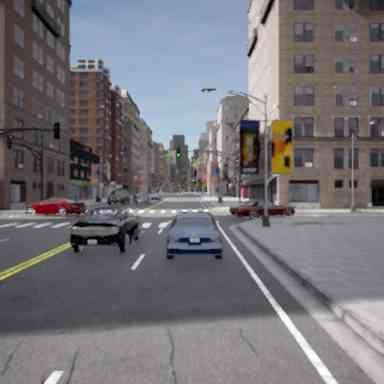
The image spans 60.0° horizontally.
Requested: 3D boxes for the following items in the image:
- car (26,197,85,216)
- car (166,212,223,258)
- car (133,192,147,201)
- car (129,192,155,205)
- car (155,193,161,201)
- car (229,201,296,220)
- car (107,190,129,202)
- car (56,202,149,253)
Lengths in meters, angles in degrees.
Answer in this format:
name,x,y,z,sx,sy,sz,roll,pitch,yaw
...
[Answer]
name,x,y,z,sx,sy,sz,roll,pitch,yaw
car,-11.193,1.193,27.290,5.008,1.535,1.882,0,0,18
car,0.071,1.421,12.172,2.033,1.411,5.357,0,1,0
car,-9.904,0.829,63.719,1.882,1.535,5.008,0,1,0
car,-6.691,1.022,45.338,2.128,1.511,4.902,0,1,0
car,-6.668,0.927,60.694,2.033,1.411,5.357,0,1,0
car,5.282,1.309,24.666,4.718,1.301,1.895,0,0,-21
car,-9.942,0.752,45.457,2.150,2.045,5.566,0,0,0
car,-3.180,1.357,13.015,2.128,1.511,4.902,0,1,0
